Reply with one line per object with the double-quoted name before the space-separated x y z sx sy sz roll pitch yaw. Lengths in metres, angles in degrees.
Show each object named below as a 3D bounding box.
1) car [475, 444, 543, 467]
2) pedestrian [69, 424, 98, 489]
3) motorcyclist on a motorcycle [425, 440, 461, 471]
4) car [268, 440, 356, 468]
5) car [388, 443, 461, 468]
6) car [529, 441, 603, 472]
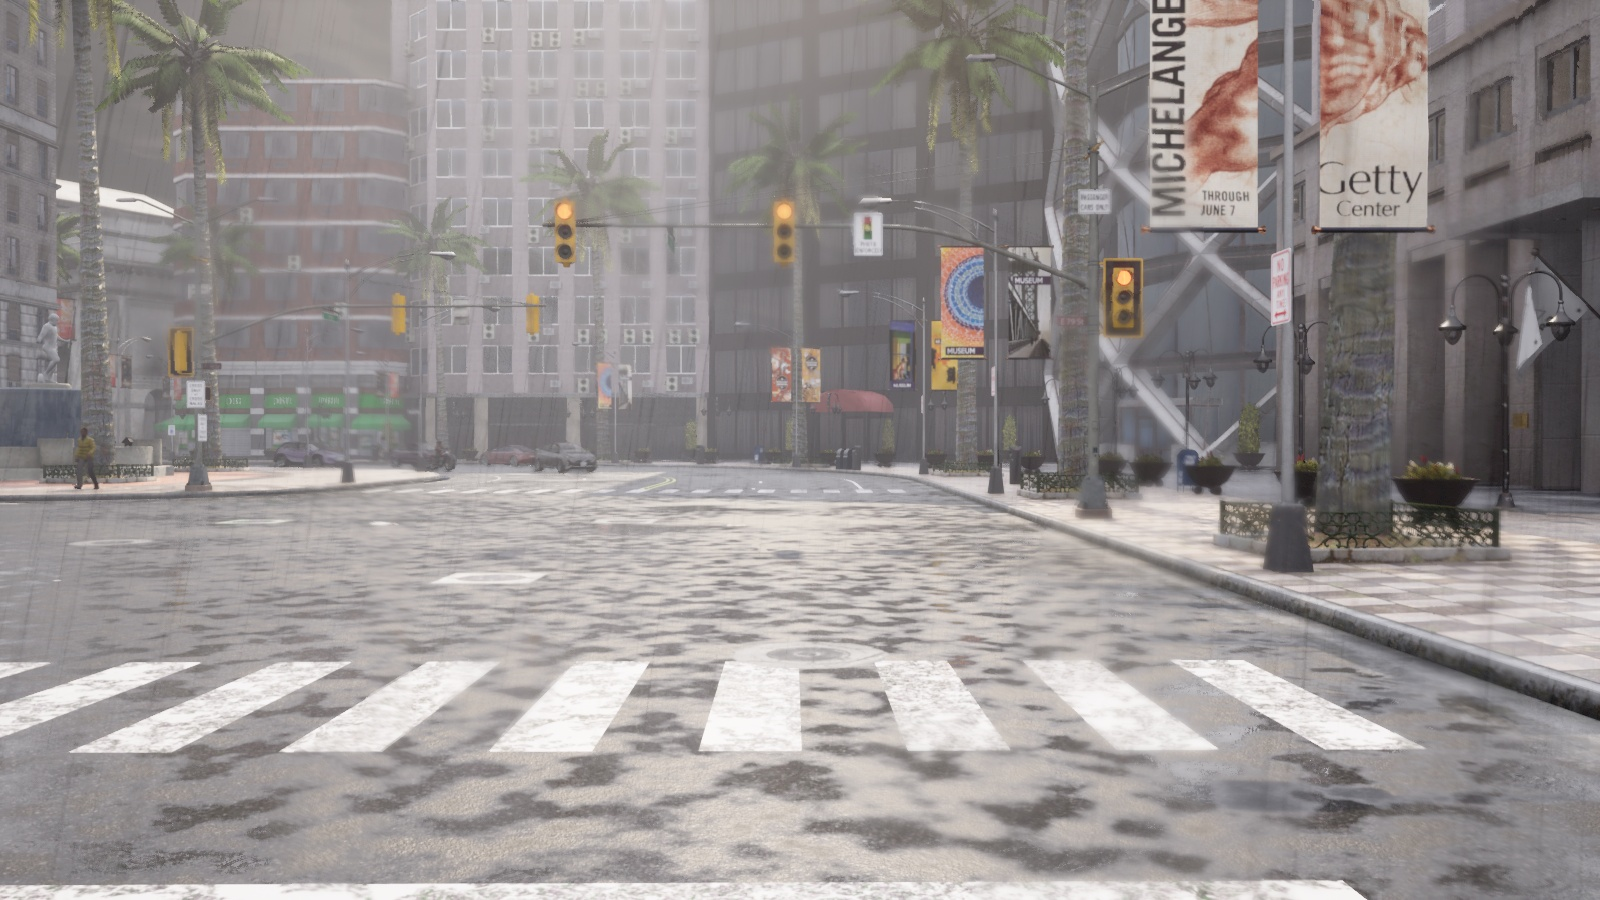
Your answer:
"car" -18.775 0.335 80.915 4.181 1.385 1.994 0 0 35
"pedestrian" -20.419 0.183 35.810 0.431 1.840 0.709 0 0 -1
"motorcyclist on a motorcycle" -19.360 0.295 68.036 2.350 1.649 0.766 1 1 43
"car" -29.041 0.229 74.704 4.856 1.649 2.033 0 0 24
"car" -22.405 0.316 74.912 4.193 1.474 1.816 0 0 32
"car" -12.093 0.316 64.684 2.007 1.525 4.514 0 0 -35
